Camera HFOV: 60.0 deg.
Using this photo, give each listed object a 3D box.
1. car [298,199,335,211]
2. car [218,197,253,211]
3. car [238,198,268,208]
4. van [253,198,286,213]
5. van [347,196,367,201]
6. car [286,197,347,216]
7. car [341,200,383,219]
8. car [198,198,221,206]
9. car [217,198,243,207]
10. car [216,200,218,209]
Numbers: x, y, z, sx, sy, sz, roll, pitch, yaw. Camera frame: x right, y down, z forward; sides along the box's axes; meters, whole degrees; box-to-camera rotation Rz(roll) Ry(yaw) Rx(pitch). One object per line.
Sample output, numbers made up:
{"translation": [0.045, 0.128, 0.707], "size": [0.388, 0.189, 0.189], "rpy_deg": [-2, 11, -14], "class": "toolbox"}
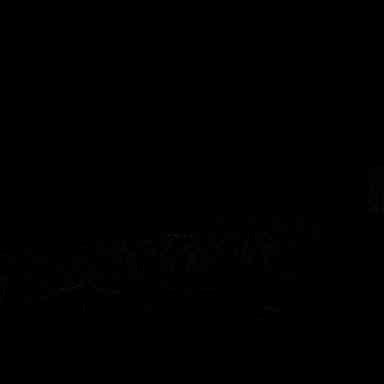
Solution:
{"translation": [16.474, 1.698, 44.176], "size": [1.947, 1.339, 4.313], "rpy_deg": [-1, 0, -36], "class": "car"}
{"translation": [6.235, 1.596, 43.832], "size": [2.192, 1.841, 5.009], "rpy_deg": [-1, 0, -36], "class": "car"}
{"translation": [9.770, 1.765, 53.556], "size": [1.752, 1.417, 4.829], "rpy_deg": [-1, 0, -36], "class": "car"}
{"translation": [9.538, 1.569, 39.212], "size": [1.690, 1.788, 3.998], "rpy_deg": [-1, 0, -36], "class": "van"}
{"translation": [19.770, 1.417, 39.555], "size": [1.690, 1.788, 3.998], "rpy_deg": [-2, 0, -36], "class": "van"}
{"translation": [12.839, 1.487, 34.591], "size": [2.192, 1.841, 5.009], "rpy_deg": [-2, 0, -36], "class": "car"}
{"translation": [16.148, 1.697, 29.971], "size": [1.802, 1.307, 4.206], "rpy_deg": [-2, 0, -36], "class": "car"}
{"translation": [3.265, 1.890, 62.658], "size": [2.008, 1.369, 4.403], "rpy_deg": [-1, 0, -36], "class": "car"}
{"translation": [6.567, 1.833, 58.038], "size": [1.887, 1.381, 4.507], "rpy_deg": [-1, 0, -36], "class": "car"}
{"translation": [2.938, 1.884, 48.454], "size": [2.008, 1.369, 4.403], "rpy_deg": [-1, 0, -36], "class": "car"}
